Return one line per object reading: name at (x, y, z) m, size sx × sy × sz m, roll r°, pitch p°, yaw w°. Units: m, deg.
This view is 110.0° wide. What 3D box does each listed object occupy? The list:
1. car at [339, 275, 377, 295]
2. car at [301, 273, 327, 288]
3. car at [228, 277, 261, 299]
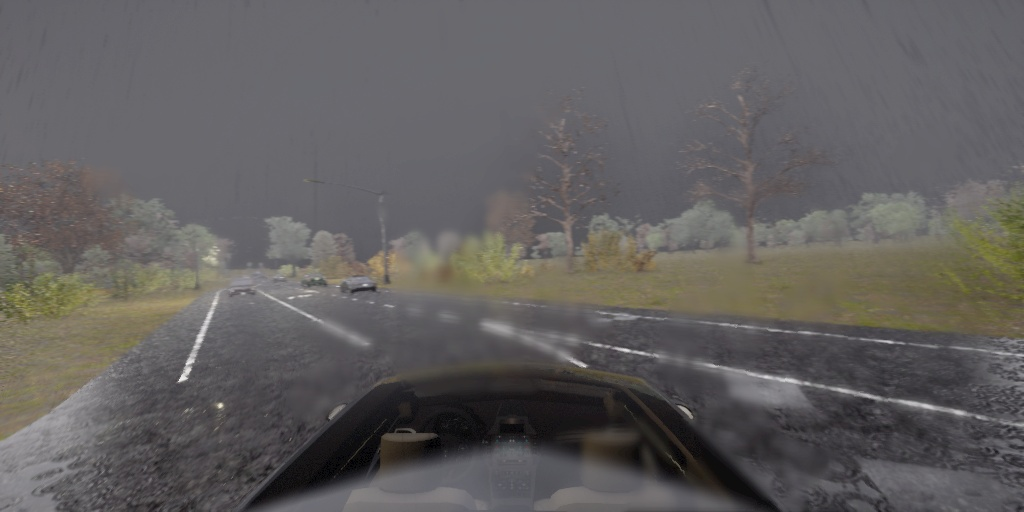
car at (-12.207, 2.230, 28.296) m, size 1.994 × 1.385 × 4.181 m, roll -3°, pitch -1°, yaw -39°
car at (-23.618, 2.785, 42.630) m, size 2.097 × 1.767 × 4.553 m, roll -3°, pitch -1°, yaw -39°
car at (-23.646, 2.898, 31.543) m, size 2.033 × 1.411 × 5.357 m, roll -3°, pitch -1°, yaw -38°
